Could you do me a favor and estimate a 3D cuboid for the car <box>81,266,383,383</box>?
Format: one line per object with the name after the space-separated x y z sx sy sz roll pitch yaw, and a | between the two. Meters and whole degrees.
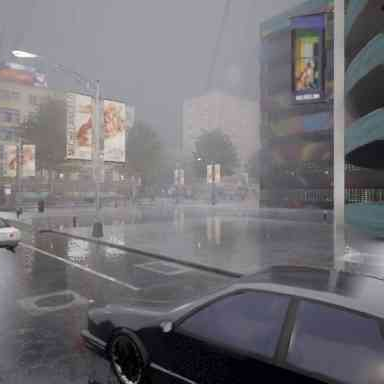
1.121 1.548 3.408 5.357 1.411 2.033 0 0 38 | car

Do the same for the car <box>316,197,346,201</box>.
17.422 1.320 42.551 4.674 1.452 2.002 0 0 -42 | car

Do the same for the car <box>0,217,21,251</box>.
-8.435 1.601 13.158 1.895 1.301 4.718 0 0 -43 | car
